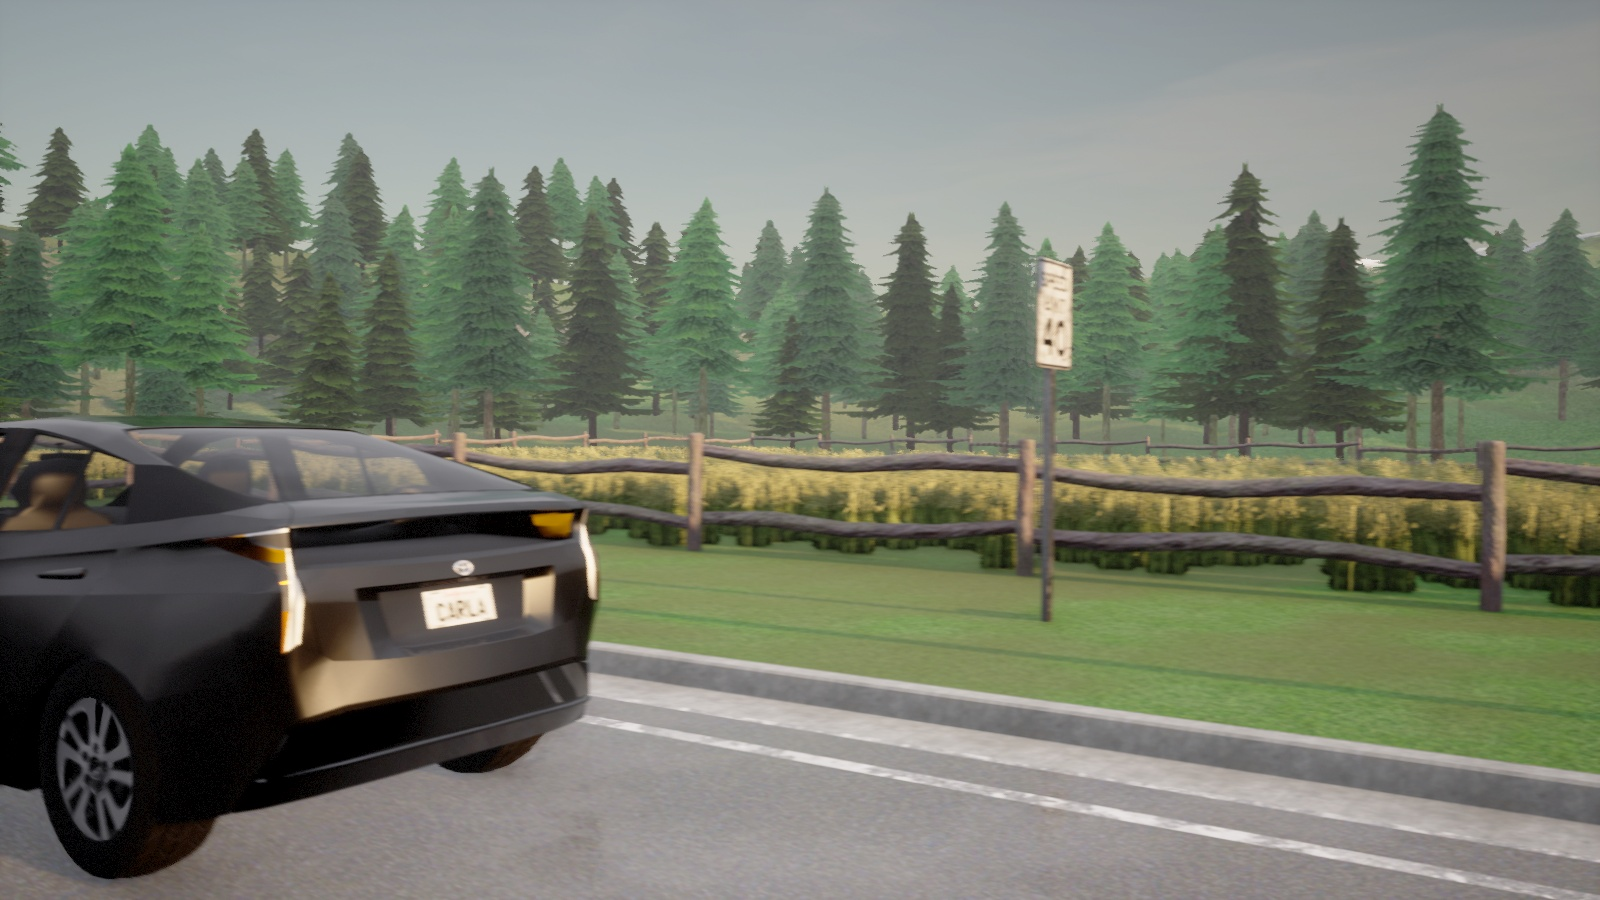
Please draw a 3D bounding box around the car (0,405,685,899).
[{"bbox_3d":[-2.923,0.629,5.493,4.514,1.525,2.007,0,1,32],"label":"car"}]
